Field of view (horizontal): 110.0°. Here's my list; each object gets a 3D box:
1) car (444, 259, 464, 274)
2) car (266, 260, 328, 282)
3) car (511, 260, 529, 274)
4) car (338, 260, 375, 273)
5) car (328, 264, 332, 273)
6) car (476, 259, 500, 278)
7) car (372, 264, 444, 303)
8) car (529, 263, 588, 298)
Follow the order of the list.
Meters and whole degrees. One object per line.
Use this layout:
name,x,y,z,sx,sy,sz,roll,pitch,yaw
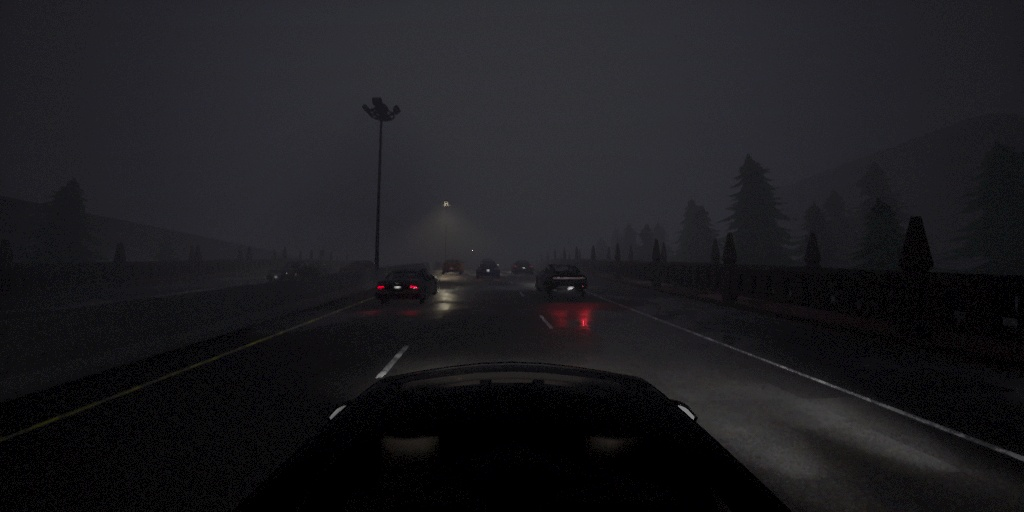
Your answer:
car,-6.011,1.056,37.063,1.882,1.535,5.008,0,0,-4
car,-15.992,1.128,26.470,2.128,1.511,4.902,0,0,-4
car,1.008,1.138,37.033,1.994,1.385,4.181,0,0,-4
car,-12.719,1.096,29.833,1.882,1.535,5.008,0,0,-4
car,-20.191,1.136,36.367,2.033,1.411,5.357,0,0,-4
car,-2.100,1.168,31.342,1.994,1.385,4.181,0,0,-4
car,-4.539,1.232,16.113,2.033,1.411,5.357,0,0,-4
car,2.353,1.164,17.894,2.128,1.511,4.902,0,0,-4
